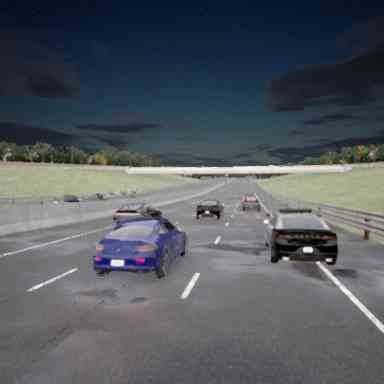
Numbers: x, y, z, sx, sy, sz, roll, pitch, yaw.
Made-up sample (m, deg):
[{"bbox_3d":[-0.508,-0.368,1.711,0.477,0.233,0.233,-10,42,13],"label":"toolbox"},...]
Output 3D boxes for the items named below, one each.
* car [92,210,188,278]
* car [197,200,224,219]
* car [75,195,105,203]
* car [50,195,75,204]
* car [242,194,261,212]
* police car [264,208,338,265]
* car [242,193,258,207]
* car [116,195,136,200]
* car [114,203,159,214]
[{"bbox_3d":[-1.350,1.483,10.008,1.812,1.442,4.674,0,0,9],"label":"car"},{"bbox_3d":[1.582,1.380,27.790,1.882,1.535,5.008,0,0,9],"label":"car"},{"bbox_3d":[-13.468,1.218,45.290,1.837,1.490,4.892,0,1,9],"label":"car"},{"bbox_3d":[-17.098,1.216,44.787,2.128,1.511,4.902,0,1,9],"label":"car"},{"bbox_3d":[6.459,1.319,36.180,2.128,1.511,4.902,0,1,10],"label":"car"},{"bbox_3d":[3.621,1.383,11.730,1.930,1.638,5.238,0,0,9],"label":"police car"},{"bbox_3d":[8.091,1.017,46.389,2.097,1.767,4.553,0,1,9],"label":"car"},{"bbox_3d":[-9.478,1.153,47.966,2.128,1.511,4.902,0,1,9],"label":"car"},{"bbox_3d":[-3.197,1.416,20.312,2.128,1.511,4.902,0,0,9],"label":"car"}]
